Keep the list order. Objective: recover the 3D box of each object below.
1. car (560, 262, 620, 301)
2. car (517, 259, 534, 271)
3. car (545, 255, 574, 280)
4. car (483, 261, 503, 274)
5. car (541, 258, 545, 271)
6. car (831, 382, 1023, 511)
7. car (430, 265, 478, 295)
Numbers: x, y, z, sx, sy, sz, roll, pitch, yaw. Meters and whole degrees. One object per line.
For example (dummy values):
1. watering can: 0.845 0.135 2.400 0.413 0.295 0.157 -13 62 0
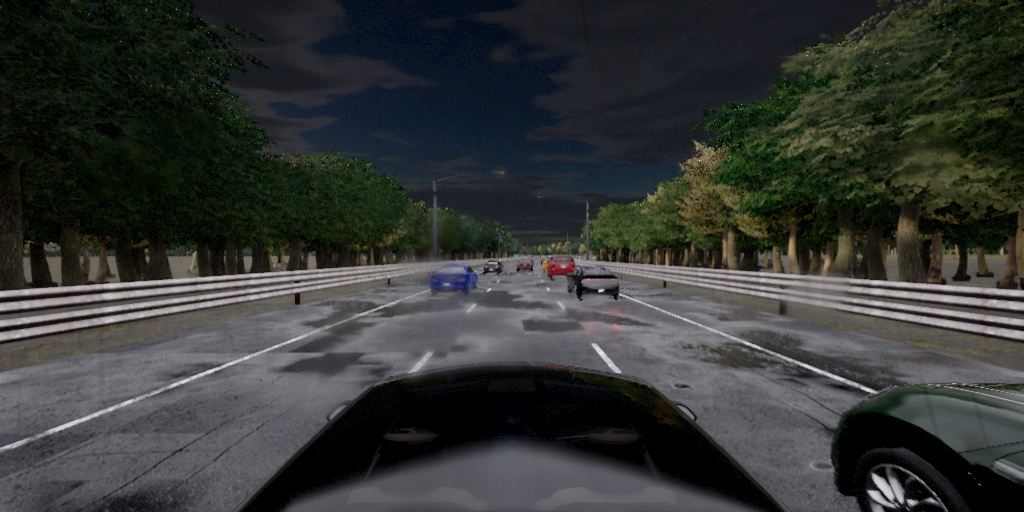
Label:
1. car: 3.820 1.229 17.433 2.128 1.511 4.902 0 0 2
2. car: 1.837 1.143 49.367 2.097 1.767 4.553 0 0 3
3. car: 4.311 0.979 31.469 2.150 2.045 5.566 0 0 2
4. car: -2.125 1.299 41.455 1.812 1.442 4.674 0 0 3
5. car: 5.239 1.269 49.437 1.882 1.535 5.008 0 0 3
6. car: 3.491 1.102 0.843 2.097 1.767 4.553 0 0 1
7. car: -3.026 1.215 19.569 1.882 1.535 5.008 0 0 2
